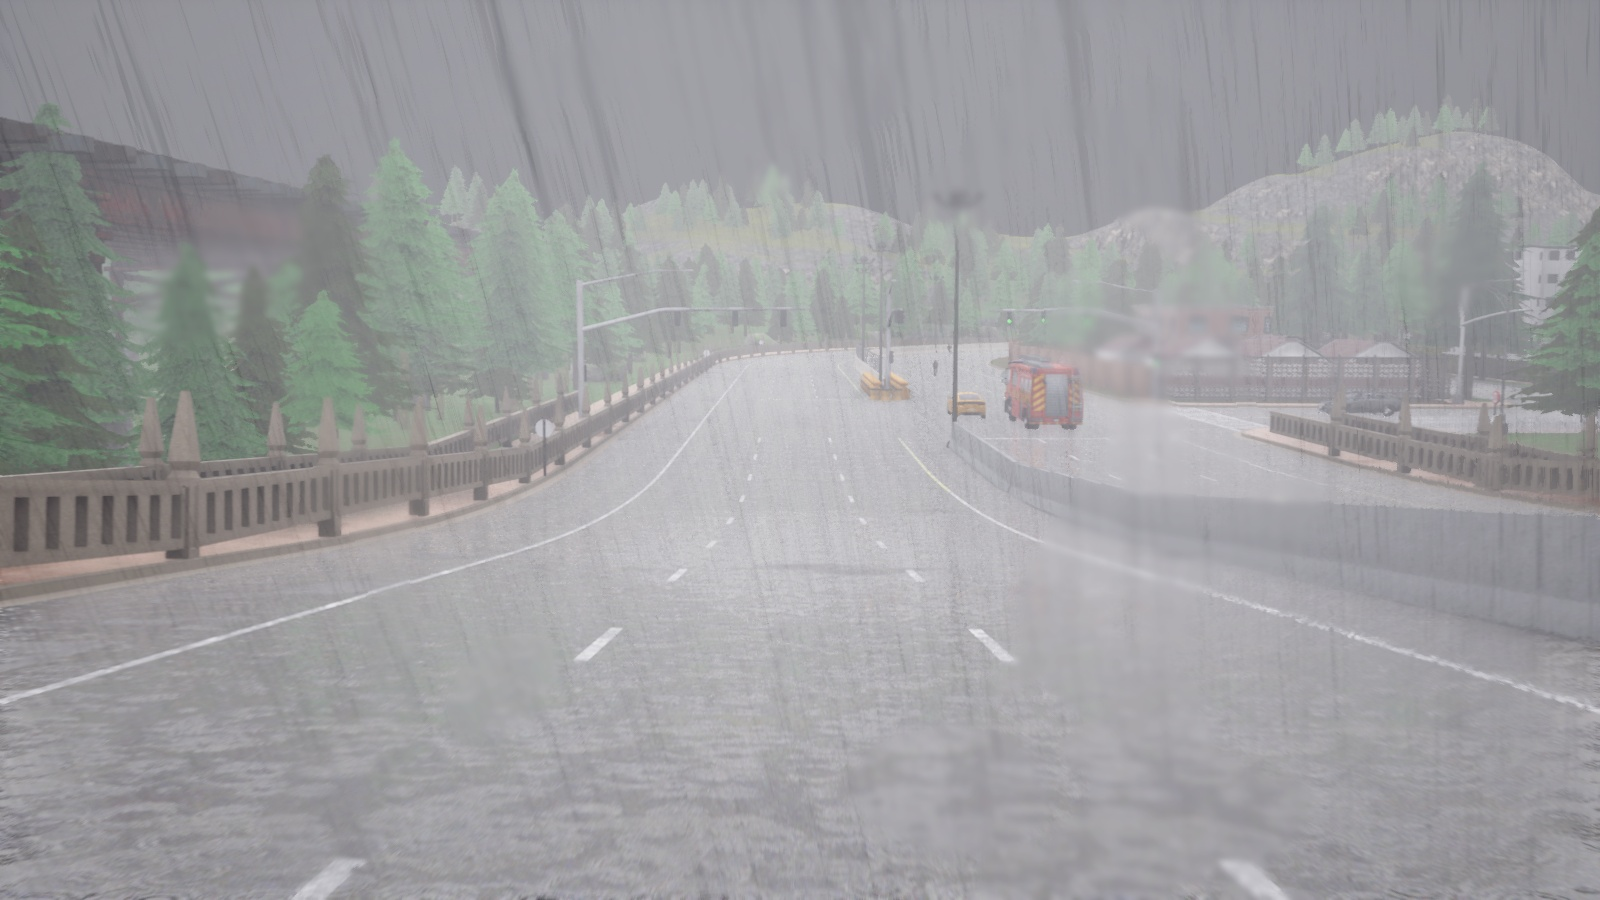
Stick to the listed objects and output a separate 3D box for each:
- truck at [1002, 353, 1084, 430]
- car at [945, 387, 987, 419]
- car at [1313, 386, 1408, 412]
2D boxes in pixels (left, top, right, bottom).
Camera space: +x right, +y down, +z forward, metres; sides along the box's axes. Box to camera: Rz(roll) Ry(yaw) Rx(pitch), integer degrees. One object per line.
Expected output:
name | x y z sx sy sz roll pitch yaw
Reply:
truck | 13.650 -3.471 71.359 2.891 3.827 8.468 0 6 0
car | 10.109 -2.904 76.742 1.882 1.535 5.008 0 6 0
car | 34.923 -3.195 78.343 4.902 1.511 2.128 0 6 1
